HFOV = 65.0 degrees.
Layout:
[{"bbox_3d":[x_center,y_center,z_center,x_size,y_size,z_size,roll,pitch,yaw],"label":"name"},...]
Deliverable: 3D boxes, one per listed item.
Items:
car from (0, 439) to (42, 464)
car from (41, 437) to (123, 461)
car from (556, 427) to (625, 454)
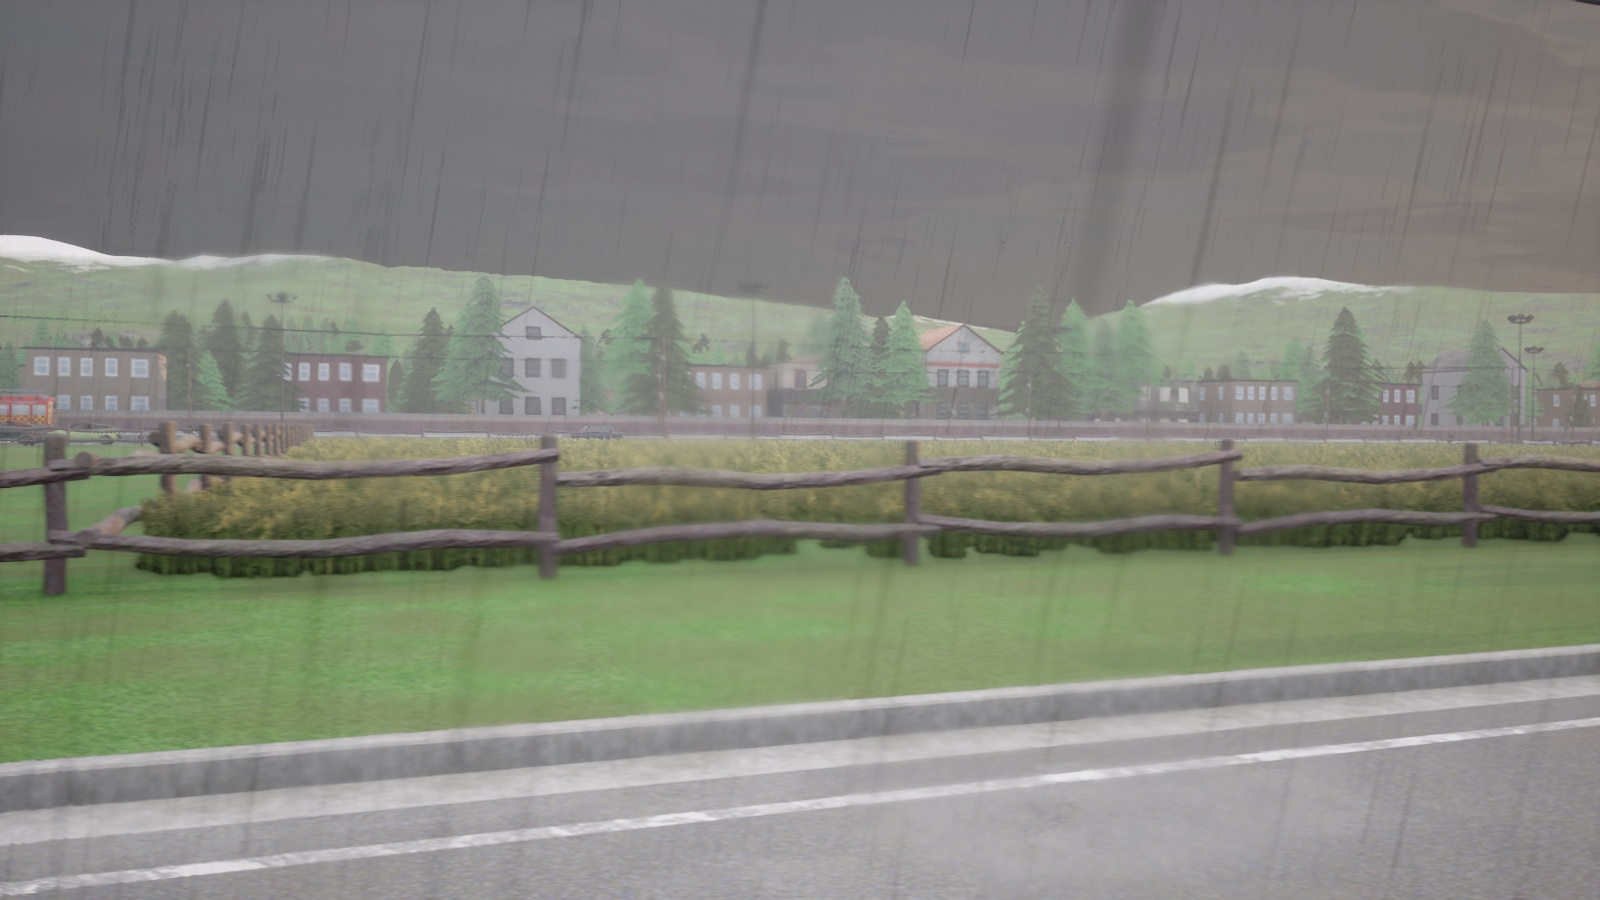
[{"bbox_3d":[-50.636,0.072,80.029,3.705,1.549,1.789,-1,1,-21],"label":"car"},{"bbox_3d":[-48.352,-0.070,84.620,4.514,1.525,2.007,-1,1,-21],"label":"car"},{"bbox_3d":[-14.962,-0.692,89.644,4.553,1.767,2.097,-1,1,-21],"label":"car"}]
